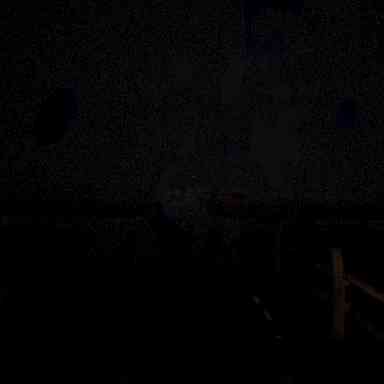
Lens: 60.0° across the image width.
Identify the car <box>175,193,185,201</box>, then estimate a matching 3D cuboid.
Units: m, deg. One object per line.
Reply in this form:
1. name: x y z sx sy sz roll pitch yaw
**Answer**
1. car: -2.690 1.119 75.553 2.097 1.767 4.553 0 0 0
